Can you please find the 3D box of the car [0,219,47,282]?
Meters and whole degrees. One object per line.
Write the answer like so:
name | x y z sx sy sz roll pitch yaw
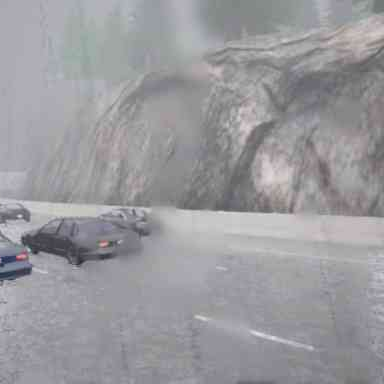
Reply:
car | -6.202 1.559 8.836 5.357 1.411 2.033 0 0 40

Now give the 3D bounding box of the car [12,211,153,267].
car | -4.009 1.558 11.563 5.357 1.411 2.033 0 0 41

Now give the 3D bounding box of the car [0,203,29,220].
car | -13.920 1.553 25.478 1.812 1.442 4.674 0 0 -44

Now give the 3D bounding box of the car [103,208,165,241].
car | -3.410 1.505 15.686 4.902 1.511 2.128 0 0 41
